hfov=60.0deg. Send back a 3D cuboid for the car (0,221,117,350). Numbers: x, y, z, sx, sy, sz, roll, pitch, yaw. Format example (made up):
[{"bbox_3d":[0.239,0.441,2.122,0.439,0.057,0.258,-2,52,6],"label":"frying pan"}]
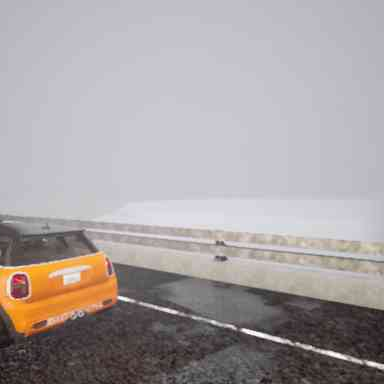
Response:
[{"bbox_3d":[-3.604,1.380,6.457,4.553,1.767,2.097,0,0,36],"label":"car"}]
